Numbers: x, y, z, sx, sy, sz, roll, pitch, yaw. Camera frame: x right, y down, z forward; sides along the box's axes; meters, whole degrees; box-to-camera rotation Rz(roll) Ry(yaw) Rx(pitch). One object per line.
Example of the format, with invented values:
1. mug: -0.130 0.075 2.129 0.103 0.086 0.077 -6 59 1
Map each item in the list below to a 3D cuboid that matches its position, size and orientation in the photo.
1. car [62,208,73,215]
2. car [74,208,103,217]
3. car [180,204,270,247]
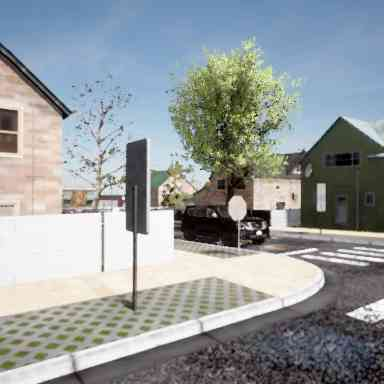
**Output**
1. car: -19.773 3.404 53.104 2.097 1.767 4.553 0 -3 -35
2. car: -10.266 2.717 34.596 2.128 1.511 4.902 0 -2 -35
3. car: 1.539 1.666 17.745 2.150 2.045 5.566 0 -3 -35
